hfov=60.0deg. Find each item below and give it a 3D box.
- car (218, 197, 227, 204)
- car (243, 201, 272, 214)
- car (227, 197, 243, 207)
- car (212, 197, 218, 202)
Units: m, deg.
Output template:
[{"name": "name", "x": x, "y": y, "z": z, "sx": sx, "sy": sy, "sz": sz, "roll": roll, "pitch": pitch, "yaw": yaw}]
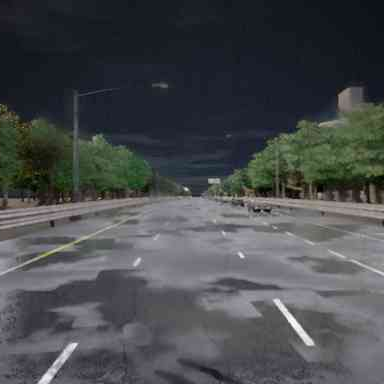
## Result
[{"name": "car", "x": 7.184, "y": 1.891, "z": 71.020, "sx": 1.895, "sy": 1.301, "sz": 4.718, "roll": 0, "pitch": -1, "yaw": 0}, {"name": "car", "x": 7.027, "y": 1.627, "z": 35.392, "sx": 1.895, "sy": 1.301, "sz": 4.718, "roll": 0, "pitch": 0, "yaw": 0}, {"name": "car", "x": 7.085, "y": 1.618, "z": 52.495, "sx": 1.837, "sy": 1.490, "sz": 4.892, "roll": 0, "pitch": 0, "yaw": 0}, {"name": "car", "x": 7.321, "y": 2.069, "z": 89.936, "sx": 2.128, "sy": 1.511, "sz": 4.902, "roll": 0, "pitch": -1, "yaw": 0}]
